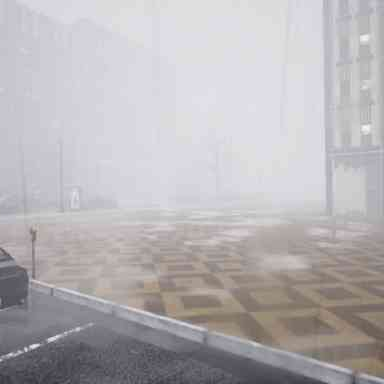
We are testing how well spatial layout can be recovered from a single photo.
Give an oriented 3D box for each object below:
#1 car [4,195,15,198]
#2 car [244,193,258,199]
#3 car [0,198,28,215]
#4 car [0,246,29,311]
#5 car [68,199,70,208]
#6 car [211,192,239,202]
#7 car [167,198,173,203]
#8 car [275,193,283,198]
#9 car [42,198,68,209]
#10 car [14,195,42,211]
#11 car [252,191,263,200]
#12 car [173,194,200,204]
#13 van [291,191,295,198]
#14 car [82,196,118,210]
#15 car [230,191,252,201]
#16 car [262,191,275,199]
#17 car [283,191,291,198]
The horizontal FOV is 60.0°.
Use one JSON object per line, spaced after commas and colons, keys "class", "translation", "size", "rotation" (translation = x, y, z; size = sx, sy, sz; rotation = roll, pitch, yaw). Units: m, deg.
{"class": "car", "translation": [-20.675, 1.384, 32.710], "size": [1.882, 1.535, 5.008], "rotation": [-1, 0, 37]}
{"class": "car", "translation": [15.380, 1.040, 86.961], "size": [1.947, 1.339, 4.313], "rotation": [-1, 0, 36]}
{"class": "car", "translation": [-16.714, 1.412, 28.309], "size": [1.802, 1.307, 4.206], "rotation": [-1, 0, 36]}
{"class": "car", "translation": [-4.945, 1.553, 6.570], "size": [4.403, 1.369, 2.008], "rotation": [0, -1, 35]}
{"class": "car", "translation": [-13.133, 1.333, 43.145], "size": [1.812, 1.442, 4.674], "rotation": [-1, 0, 36]}
{"class": "car", "translation": [5.967, 1.093, 59.657], "size": [2.008, 1.369, 4.403], "rotation": [-1, 0, 36]}
{"class": "car", "translation": [-2.155, 1.270, 58.199], "size": [1.895, 1.301, 4.718], "rotation": [-1, 0, 36]}
{"class": "car", "translation": [18.928, 0.938, 77.569], "size": [2.008, 1.369, 4.403], "rotation": [-1, 0, 36]}
{"class": "car", "translation": [-17.022, 1.414, 42.180], "size": [1.887, 1.381, 4.507], "rotation": [-1, 0, 36]}
{"class": "car", "translation": [-20.265, 1.227, 37.701], "size": [2.192, 1.841, 5.009], "rotation": [-1, 0, 36]}
{"class": "car", "translation": [12.448, 1.046, 68.613], "size": [1.802, 1.307, 4.206], "rotation": [-1, 0, 36]}
{"class": "car", "translation": [-0.515, 1.061, 50.700], "size": [1.967, 1.590, 4.097], "rotation": [-1, 0, 36]}
{"class": "van", "translation": [25.406, 0.654, 86.526], "size": [1.690, 1.788, 3.998], "rotation": [-1, 0, 36]}
{"class": "car", "translation": [-10.235, 1.185, 37.266], "size": [1.967, 1.590, 4.097], "rotation": [-1, 0, 36]}
{"class": "car", "translation": [9.207, 1.047, 64.135], "size": [1.887, 1.381, 4.507], "rotation": [-1, 0, 36]}
{"class": "car", "translation": [15.685, 0.740, 73.091], "size": [2.192, 1.841, 5.009], "rotation": [-1, 0, 36]}
{"class": "car", "translation": [22.168, 0.932, 82.048], "size": [1.802, 1.307, 4.206], "rotation": [-1, 0, 36]}
